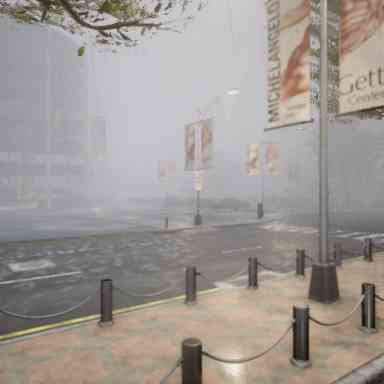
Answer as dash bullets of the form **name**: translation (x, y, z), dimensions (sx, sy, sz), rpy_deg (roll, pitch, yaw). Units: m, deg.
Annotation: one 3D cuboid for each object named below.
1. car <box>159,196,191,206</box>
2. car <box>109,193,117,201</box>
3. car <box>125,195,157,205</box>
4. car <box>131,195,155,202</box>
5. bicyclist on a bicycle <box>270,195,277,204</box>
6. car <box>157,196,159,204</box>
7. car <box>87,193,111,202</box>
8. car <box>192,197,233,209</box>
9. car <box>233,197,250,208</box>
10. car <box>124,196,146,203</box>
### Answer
- **car**: translation (-2.759, 1.355, 53.186), dimensions (2.097, 1.767, 4.553), rpy_deg (0, 0, -37)
- **car**: translation (-20.661, 1.168, 78.979), dimensions (5.566, 2.045, 2.150), rpy_deg (0, 0, 11)
- **car**: translation (-9.531, 1.550, 61.084), dimensions (5.357, 1.411, 2.033), rpy_deg (0, 0, 41)
- **car**: translation (-11.128, 1.529, 75.220), dimensions (4.902, 1.511, 2.128), rpy_deg (0, 0, 26)
- **bicyclist on a bicycle**: translation (14.673, 1.305, 59.882), dimensions (1.656, 1.620, 0.582), rpy_deg (0, 0, -36)
- **car**: translation (-6.110, 1.495, 62.654), dimensions (4.902, 1.511, 2.128), rpy_deg (0, 0, 44)
- **car**: translation (-21.615, 1.548, 75.612), dimensions (4.718, 1.301, 1.895), rpy_deg (0, 0, 11)
- **car**: translation (2.677, 1.550, 45.744), dimensions (2.033, 1.411, 5.357), rpy_deg (0, 0, -35)
- **car**: translation (5.992, 1.481, 47.113), dimensions (1.882, 1.535, 5.008), rpy_deg (0, 0, -37)
- **car**: translation (-12.362, 1.527, 71.928), dimensions (4.674, 1.442, 1.812), rpy_deg (0, 0, 26)
